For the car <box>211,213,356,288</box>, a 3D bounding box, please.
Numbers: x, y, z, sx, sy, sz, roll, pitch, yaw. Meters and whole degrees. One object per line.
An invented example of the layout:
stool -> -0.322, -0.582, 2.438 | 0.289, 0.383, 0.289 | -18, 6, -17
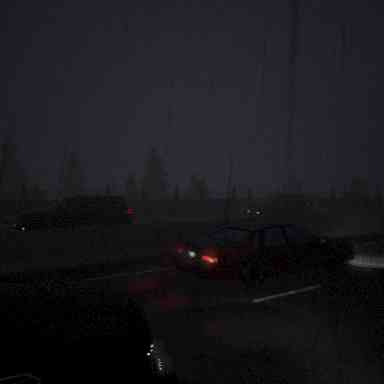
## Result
car -> 2.145, 1.522, 9.164 | 5.357, 1.411, 2.033 | 0, 0, -31

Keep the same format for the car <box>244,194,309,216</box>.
car -> 7.047, 1.175, 27.549 | 5.566, 2.045, 2.150 | 0, 0, -23

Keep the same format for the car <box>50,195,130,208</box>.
car -> -5.791, 1.191, 16.761 | 5.566, 2.045, 2.150 | 0, 0, -32

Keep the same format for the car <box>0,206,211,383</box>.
car -> -2.750, 1.218, 1.721 | 5.566, 2.045, 2.150 | 0, 0, -37
